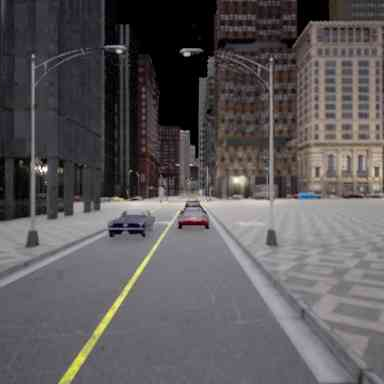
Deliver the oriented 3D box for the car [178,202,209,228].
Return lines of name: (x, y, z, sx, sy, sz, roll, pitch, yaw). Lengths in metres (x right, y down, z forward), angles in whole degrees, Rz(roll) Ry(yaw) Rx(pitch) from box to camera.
car: (0.100, 1.567, 22.033, 1.994, 1.385, 4.181, 0, 0, 0)

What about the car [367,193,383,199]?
car: (44.513, 1.040, 81.446, 4.403, 1.369, 2.008, -1, 1, 0)

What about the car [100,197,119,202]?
car: (-20.793, 1.952, 81.358, 4.403, 1.369, 2.008, -1, 1, 0)

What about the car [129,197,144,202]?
car: (-15.141, 1.903, 89.881, 4.313, 1.339, 1.947, -1, 1, 0)

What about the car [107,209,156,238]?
car: (-3.100, 1.603, 17.721, 1.895, 1.301, 4.718, 0, 0, 0)

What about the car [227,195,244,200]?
car: (11.767, 1.493, 89.975, 4.403, 1.369, 2.008, -1, 1, 0)

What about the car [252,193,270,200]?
car: (17.211, 1.158, 81.447, 5.009, 1.841, 2.192, -1, 1, 0)

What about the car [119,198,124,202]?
car: (-20.954, 1.952, 89.882, 4.829, 1.417, 1.752, -1, 1, 0)

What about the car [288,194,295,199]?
car: (28.144, 1.264, 89.973, 4.507, 1.381, 1.887, -1, 1, 0)

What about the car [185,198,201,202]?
car: (0.099, 1.519, 43.342, 2.128, 1.511, 4.902, 0, 0, 0)

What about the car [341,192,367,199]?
car: (39.051, 0.872, 81.445, 5.009, 1.841, 2.192, -1, 1, 0)

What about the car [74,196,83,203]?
car: (-32.075, 1.921, 89.880, 5.009, 1.841, 2.192, -1, 1, 0)

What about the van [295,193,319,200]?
van: (28.131, 1.038, 81.446, 3.998, 1.788, 1.690, -1, 1, 0)
